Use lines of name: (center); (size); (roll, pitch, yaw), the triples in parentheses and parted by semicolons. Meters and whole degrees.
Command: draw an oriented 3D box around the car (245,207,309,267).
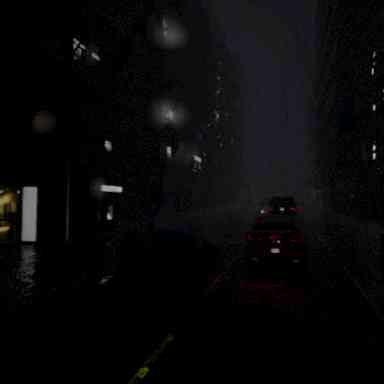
car: (3.081, 1.532, 11.899); (1.882, 1.535, 5.008); (0, 0, 16)

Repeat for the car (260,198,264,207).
car: (12.200, 1.668, 54.372); (2.128, 1.511, 4.902); (0, 0, 16)

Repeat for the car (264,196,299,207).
car: (7.232, 1.339, 26.444); (2.150, 2.045, 5.566); (0, 0, 16)
